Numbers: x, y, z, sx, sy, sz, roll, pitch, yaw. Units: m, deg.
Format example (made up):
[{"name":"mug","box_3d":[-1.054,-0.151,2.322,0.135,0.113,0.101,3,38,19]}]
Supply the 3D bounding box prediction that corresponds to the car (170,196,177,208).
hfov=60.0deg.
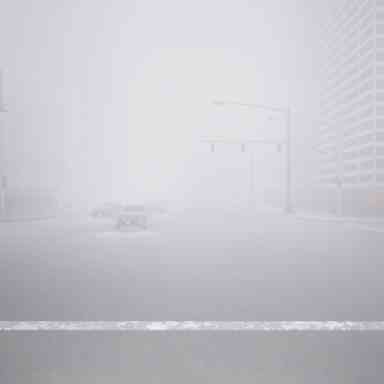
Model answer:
[{"name":"car","box_3d":[-3.665,1.575,49.224,1.994,1.385,4.181,0,0,0]}]

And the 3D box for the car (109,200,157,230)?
[{"name":"car","box_3d":[-3.631,1.512,21.323,1.837,1.490,4.892,0,0,0]}]

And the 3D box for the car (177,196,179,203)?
[{"name":"car","box_3d":[-3.603,1.517,68.830,2.128,1.511,4.902,0,0,0]}]

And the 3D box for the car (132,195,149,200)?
[{"name":"car","box_3d":[-7.163,1.536,43.742,1.812,1.442,4.674,0,0,0]}]

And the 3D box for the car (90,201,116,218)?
[{"name":"car","box_3d":[-7.371,1.555,29.918,2.033,1.411,5.357,0,0,4]}]

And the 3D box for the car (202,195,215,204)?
[{"name":"car","box_3d":[3.500,1.541,64.717,1.812,1.442,4.674,0,0,0]}]

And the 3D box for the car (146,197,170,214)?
[{"name":"car","box_3d":[-3.652,1.534,35.429,1.812,1.442,4.674,0,0,0]}]

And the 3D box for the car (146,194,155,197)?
[{"name":"car","box_3d":[-7.163,1.520,59.166,1.837,1.490,4.892,0,0,0]}]

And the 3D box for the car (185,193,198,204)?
[{"name":"car","box_3d":[-0.096,1.237,63.887,2.150,2.045,5.566,0,0,0]}]

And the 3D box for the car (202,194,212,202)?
[{"name":"car","box_3d":[3.391,1.373,74.708,2.097,1.767,4.553,0,0,0]}]

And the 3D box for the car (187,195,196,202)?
[{"name":"car","box_3d":[-0.112,1.400,74.558,1.994,1.385,4.181,0,0,0]}]
